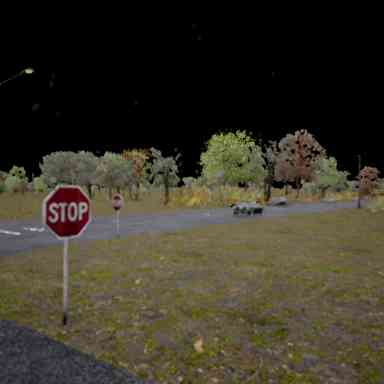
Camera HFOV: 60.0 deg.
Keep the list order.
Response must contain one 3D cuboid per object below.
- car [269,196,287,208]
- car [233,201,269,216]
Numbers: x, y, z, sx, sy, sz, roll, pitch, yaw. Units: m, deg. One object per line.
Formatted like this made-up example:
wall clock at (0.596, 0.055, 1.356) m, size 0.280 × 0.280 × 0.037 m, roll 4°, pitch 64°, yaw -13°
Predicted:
car at (16.421, 1.911, 63.831) m, size 2.150 × 2.045 × 5.566 m, roll 1°, pitch 1°, yaw 36°
car at (6.648, 1.813, 38.345) m, size 2.097 × 1.767 × 4.553 m, roll 1°, pitch 0°, yaw 36°
